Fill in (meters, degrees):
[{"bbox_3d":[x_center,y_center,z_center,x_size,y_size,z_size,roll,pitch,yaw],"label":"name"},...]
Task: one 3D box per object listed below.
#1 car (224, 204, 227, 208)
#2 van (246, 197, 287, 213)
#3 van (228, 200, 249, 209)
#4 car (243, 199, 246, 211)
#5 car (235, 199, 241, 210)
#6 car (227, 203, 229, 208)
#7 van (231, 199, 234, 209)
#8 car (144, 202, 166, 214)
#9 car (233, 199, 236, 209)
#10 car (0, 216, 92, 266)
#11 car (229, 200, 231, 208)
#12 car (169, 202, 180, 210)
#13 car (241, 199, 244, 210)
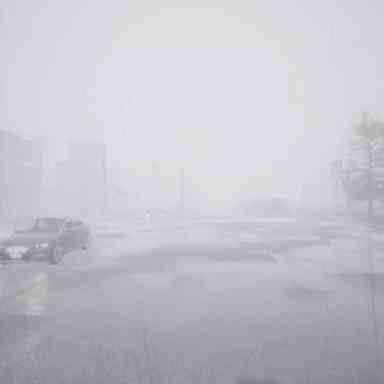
[{"bbox_3d":[10.863,2.709,74.256,5.566,2.045,2.435,1,-3,-18],"label":"car"},{"bbox_3d":[9.546,1.613,41.484,4.442,1.987,1.878,1,-2,-18],"label":"van"},{"bbox_3d":[10.836,2.846,77.179,4.442,1.987,1.878,1,-2,-18],"label":"van"},{"bbox_3d":[9.757,1.982,44.492,4.674,1.452,2.002,1,-2,-18],"label":"car"},{"bbox_3d":[9.801,2.136,50.380,5.366,1.575,1.946,1,-2,-18],"label":"car"},{"bbox_3d":[10.733,2.852,71.260,5.008,1.535,2.097,1,-2,-18],"label":"car"},{"bbox_3d":[10.300,2.318,62.306,4.442,1.987,1.878,1,-2,-18],"label":"van"},{"bbox_3d":[-4.351,1.878,39.740,1.812,1.442,4.674,0,-2,2],"label":"car"},{"bbox_3d":[10.331,2.321,59.375,4.553,1.767,2.185,1,-2,-18],"label":"car"},{"bbox_3d":[-5.327,1.723,12.663,2.128,1.511,4.902,-1,-1,2],"label":"car"},{"bbox_3d":[10.689,2.648,65.375,5.366,1.575,1.946,1,-2,-18],"label":"car"},{"bbox_3d":[-3.437,2.680,65.618,1.882,1.535,5.008,0,-2,2],"label":"car"},{"bbox_3d":[9.871,2.083,47.462,4.674,1.452,2.002,1,-2,-18],"label":"car"}]
